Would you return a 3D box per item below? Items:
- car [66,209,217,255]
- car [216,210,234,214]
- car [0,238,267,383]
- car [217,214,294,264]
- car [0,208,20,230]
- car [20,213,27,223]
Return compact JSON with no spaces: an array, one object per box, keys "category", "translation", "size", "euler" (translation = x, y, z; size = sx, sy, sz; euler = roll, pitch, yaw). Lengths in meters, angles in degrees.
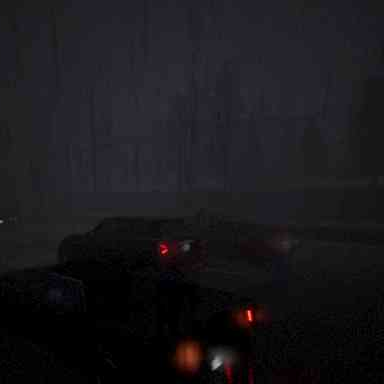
[{"category":"car","translation":[-1.867,1.451,9.625],"size":[4.553,1.767,2.097],"euler":[-1,-1,36]},{"category":"car","translation":[0.566,1.620,16.489],"size":[4.902,1.511,2.128],"euler":[-1,-1,36]},{"category":"car","translation":[-1.510,1.659,5.071],"size":[4.718,1.301,1.895],"euler":[-1,-1,36]},{"category":"car","translation":[1.349,1.644,11.631],"size":[4.181,1.385,1.994],"euler":[-1,-1,36]},{"category":"car","translation":[-13.865,1.912,22.490],"size":[4.181,1.385,1.994],"euler":[-1,-1,36]},{"category":"car","translation":[-16.200,2.025,28.458],"size":[4.718,1.301,1.895],"euler":[-1,-1,36]}]
